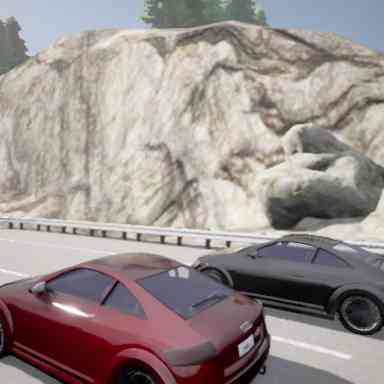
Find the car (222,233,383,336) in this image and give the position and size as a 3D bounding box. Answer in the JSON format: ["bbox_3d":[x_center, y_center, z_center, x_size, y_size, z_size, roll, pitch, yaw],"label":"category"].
[{"bbox_3d":[1.980,1.551,6.719,4.181,1.385,1.994,0,0,35],"label":"car"}]

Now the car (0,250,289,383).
[{"bbox_3d":[-1.088,1.561,4.587,4.181,1.385,1.994,0,0,35],"label":"car"}]
